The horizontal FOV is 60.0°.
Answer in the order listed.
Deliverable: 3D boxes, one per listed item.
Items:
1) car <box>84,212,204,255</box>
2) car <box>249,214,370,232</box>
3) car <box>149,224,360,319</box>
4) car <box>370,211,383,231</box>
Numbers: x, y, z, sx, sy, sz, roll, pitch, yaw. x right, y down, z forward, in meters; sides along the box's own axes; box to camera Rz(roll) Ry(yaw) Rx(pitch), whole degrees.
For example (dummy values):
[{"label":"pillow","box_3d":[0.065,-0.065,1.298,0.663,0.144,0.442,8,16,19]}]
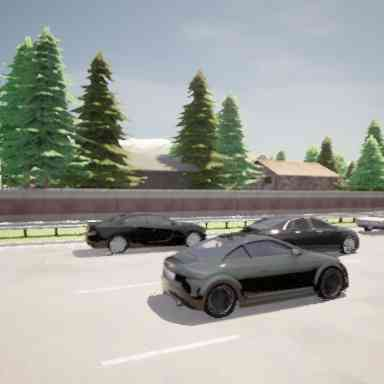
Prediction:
[{"label":"car","box_3d":[-1.790,1.563,13.632,5.008,1.535,1.882,1,-1,-25]},{"label":"car","box_3d":[4.077,1.601,12.466,4.892,1.490,1.837,0,0,-25]},{"label":"car","box_3d":[1.409,1.619,7.397,4.181,1.385,1.994,0,0,-25]},{"label":"car","box_3d":[12.285,1.774,20.069,4.718,1.301,1.895,0,0,-25]}]
